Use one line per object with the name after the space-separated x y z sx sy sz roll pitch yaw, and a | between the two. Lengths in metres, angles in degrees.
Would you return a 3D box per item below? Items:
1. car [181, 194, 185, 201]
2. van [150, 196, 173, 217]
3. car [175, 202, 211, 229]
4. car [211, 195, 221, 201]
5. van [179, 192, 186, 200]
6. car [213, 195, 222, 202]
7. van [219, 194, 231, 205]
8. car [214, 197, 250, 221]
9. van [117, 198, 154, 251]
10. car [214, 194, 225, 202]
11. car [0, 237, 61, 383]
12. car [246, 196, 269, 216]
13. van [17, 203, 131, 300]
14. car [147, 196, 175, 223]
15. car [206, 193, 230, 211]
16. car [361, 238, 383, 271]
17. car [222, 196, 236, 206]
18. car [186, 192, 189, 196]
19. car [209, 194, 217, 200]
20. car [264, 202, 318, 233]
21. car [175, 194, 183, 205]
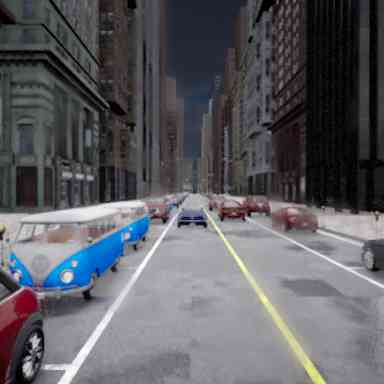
-2.691 1.447 58.742 1.947 1.339 4.313 0 0 0 | car
-2.727 1.269 30.558 1.690 1.788 3.998 0 0 0 | van
0.025 1.551 21.387 1.895 1.301 4.718 0 0 0 | car
5.864 1.413 81.289 2.008 1.369 4.403 0 0 0 | car
-2.676 1.207 70.015 1.690 1.788 3.998 0 0 0 | van
5.857 1.395 75.822 1.752 1.417 4.829 0 0 0 | car
5.834 1.235 58.743 1.690 1.788 3.998 0 0 0 | van
3.077 1.421 26.608 1.882 1.535 5.008 0 0 1 | car
-2.749 1.305 13.649 1.690 1.788 3.998 0 0 0 | van
5.849 1.318 70.016 1.967 1.590 4.097 0 0 0 | car
-2.764 1.430 2.377 1.967 1.590 4.097 0 0 0 | car
5.797 1.255 30.562 2.192 1.841 5.009 0 0 0 | car
-2.757 1.318 8.013 1.690 1.788 3.998 0 0 0 | van
-2.735 1.254 24.922 2.192 1.841 5.009 0 0 0 | car
3.080 1.269 40.084 2.097 1.767 4.553 0 0 1 | car
5.768 1.539 8.018 2.008 1.369 4.403 0 0 0 | car
5.827 1.427 53.277 1.752 1.417 4.829 0 0 0 | car
-2.654 1.158 86.925 2.192 1.841 5.009 0 0 0 | car
5.878 1.287 92.561 1.967 1.590 4.097 0 0 0 | car
5.783 1.508 19.290 1.887 1.381 4.507 0 0 0 | car
-2.705 1.443 47.469 1.887 1.381 4.507 0 0 0 | car
